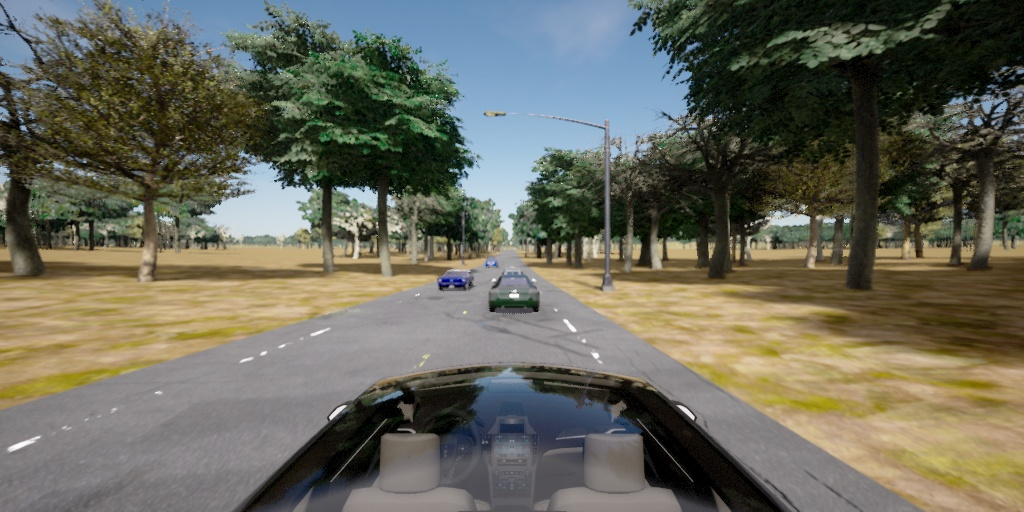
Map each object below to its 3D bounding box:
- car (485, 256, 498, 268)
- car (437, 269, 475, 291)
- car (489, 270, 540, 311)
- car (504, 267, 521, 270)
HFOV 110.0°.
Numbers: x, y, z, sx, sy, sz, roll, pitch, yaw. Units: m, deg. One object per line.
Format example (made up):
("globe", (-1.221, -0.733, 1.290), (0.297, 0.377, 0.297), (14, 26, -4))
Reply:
("car", (-3.601, 1.092, 64.109), (2.150, 2.045, 5.566), (0, 0, 1))
("car", (-3.625, 1.558, 23.724), (1.895, 1.301, 4.718), (0, 0, 0))
("car", (0.081, 1.449, 15.175), (1.994, 1.385, 4.181), (0, 0, 0))
("car", (0.063, 1.620, 32.850), (1.895, 1.301, 4.718), (0, 0, 0))
